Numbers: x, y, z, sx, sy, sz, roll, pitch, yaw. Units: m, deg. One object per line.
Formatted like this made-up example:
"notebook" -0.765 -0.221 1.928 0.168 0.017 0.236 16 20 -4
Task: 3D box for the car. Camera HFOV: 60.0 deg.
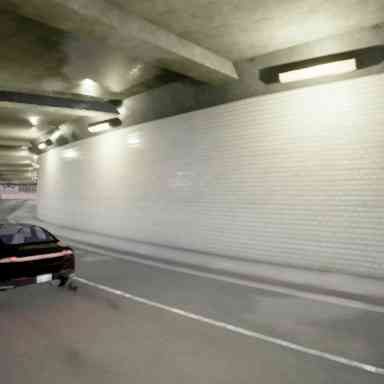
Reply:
"car" -4.769 1.530 8.360 4.902 1.511 2.128 0 0 43
